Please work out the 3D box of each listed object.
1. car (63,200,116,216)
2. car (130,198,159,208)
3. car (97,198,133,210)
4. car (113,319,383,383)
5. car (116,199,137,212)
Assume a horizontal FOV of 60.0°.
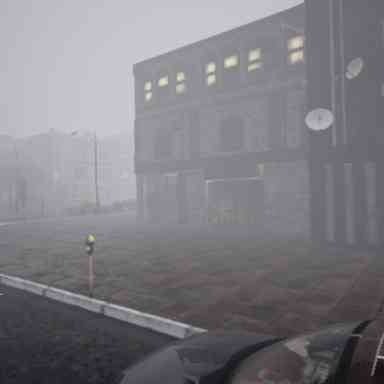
[{"bbox_3d":[-10.022,1.486,32.116,1.752,1.417,4.829,-1,0,36],"label":"car"},{"bbox_3d":[-7.130,1.610,50.332,1.802,1.307,4.206,-1,0,36],"label":"car"},{"bbox_3d":[-10.486,1.607,45.720,1.752,1.417,4.829,-1,0,36],"label":"car"},{"bbox_3d":[1.297,1.550,1.966,4.403,1.369,2.008,-1,-1,36],"label":"car"},{"bbox_3d":[-6.867,1.460,36.453,2.008,1.369,4.403,-1,0,36],"label":"car"}]
